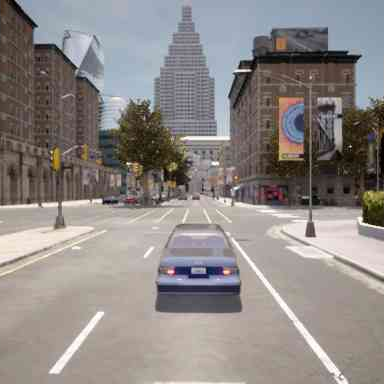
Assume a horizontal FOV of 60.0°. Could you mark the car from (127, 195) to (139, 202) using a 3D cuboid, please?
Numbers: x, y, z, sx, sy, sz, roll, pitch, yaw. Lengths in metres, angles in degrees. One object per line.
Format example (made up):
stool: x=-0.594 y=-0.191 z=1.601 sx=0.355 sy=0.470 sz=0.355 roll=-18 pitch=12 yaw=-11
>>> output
car: x=-14.044 y=1.467 z=78.783 sx=1.882 sy=1.535 sz=5.008 roll=0 pitch=0 yaw=1

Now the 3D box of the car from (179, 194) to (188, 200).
car: x=-2.410 y=1.527 z=89.562 sx=2.033 sy=1.411 sz=5.357 roll=0 pitch=0 yaw=1

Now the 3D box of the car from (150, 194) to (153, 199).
car: x=-10.534 y=1.344 z=79.545 sx=2.097 sy=1.767 sz=4.553 roll=0 pitch=0 yaw=1

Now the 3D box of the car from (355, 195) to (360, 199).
car: x=35.302 y=1.471 z=70.475 sx=2.231 sy=1.521 sz=4.892 roll=0 pitch=0 yaw=1

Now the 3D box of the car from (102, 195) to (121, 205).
car: x=-14.367 y=1.592 z=58.578 sx=1.895 sy=1.301 sz=4.718 roll=0 pitch=0 yaw=1

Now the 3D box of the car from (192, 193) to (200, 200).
car: x=1.095 y=1.337 z=89.921 sx=2.097 sy=1.767 sz=4.553 roll=0 pitch=0 yaw=1

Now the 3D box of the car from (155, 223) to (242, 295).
car: x=0.169 y=1.546 z=8.841 sx=2.033 sy=1.411 sz=5.357 roll=0 pitch=0 yaw=1

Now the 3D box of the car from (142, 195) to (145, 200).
car: x=-10.658 y=1.490 z=69.556 sx=1.837 sy=1.490 sz=4.892 roll=0 pitch=0 yaw=1

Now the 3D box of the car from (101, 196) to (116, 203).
car: x=-17.406 y=1.585 z=69.730 sx=1.895 sy=1.301 sz=4.718 roll=0 pitch=0 yaw=1

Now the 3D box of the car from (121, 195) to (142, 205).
car: x=-10.848 y=1.469 z=59.760 sx=1.882 sy=1.535 sz=5.008 roll=0 pitch=0 yaw=1

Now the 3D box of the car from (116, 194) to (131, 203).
car: x=-14.169 y=1.345 z=68.684 sx=2.097 sy=1.767 sz=4.553 roll=0 pitch=0 yaw=1
